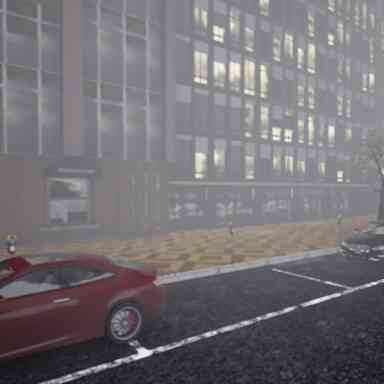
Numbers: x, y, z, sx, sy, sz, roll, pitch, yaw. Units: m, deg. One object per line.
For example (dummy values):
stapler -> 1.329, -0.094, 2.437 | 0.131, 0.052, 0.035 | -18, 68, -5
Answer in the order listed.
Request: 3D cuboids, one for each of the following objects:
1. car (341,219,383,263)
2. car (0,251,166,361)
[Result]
car -> 6.886, 1.622, 11.469 | 4.403, 1.369, 2.008 | 0, -1, -35
car -> -2.373, 1.587, 4.875 | 4.206, 1.307, 1.802 | 0, -1, -35
